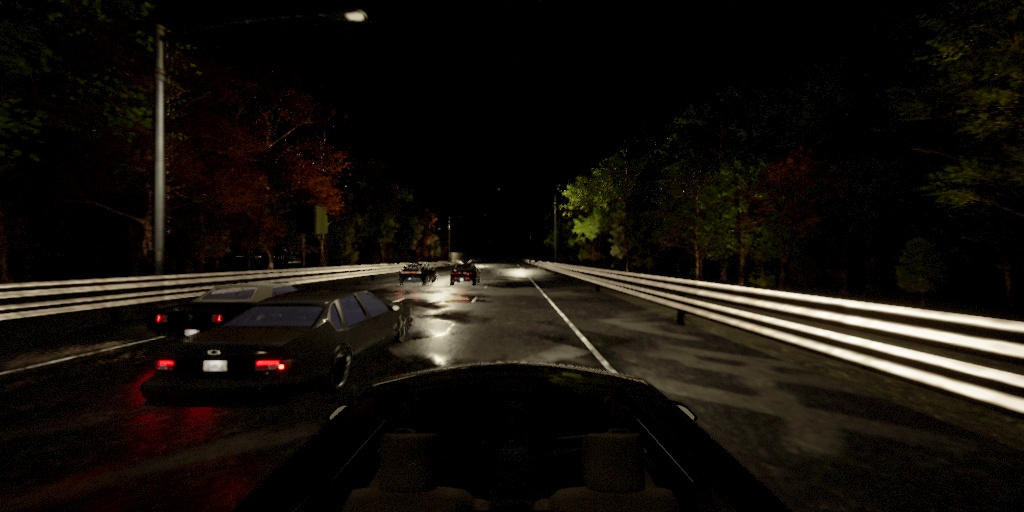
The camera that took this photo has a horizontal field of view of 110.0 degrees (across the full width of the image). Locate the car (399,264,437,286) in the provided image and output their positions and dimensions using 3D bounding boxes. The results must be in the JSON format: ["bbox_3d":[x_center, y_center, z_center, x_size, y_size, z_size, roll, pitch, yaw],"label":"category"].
[{"bbox_3d":[-6.941,1.354,26.796,2.128,1.511,4.902,0,0,0],"label":"car"}]

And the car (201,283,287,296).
[{"bbox_3d":[-6.915,1.389,9.977,1.895,1.301,4.718,0,0,0],"label":"car"}]

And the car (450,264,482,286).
[{"bbox_3d":[-3.441,1.368,26.904,1.837,1.490,4.892,0,0,0],"label":"car"}]

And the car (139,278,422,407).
[{"bbox_3d":[-3.419,1.321,6.645,2.033,1.411,5.357,0,0,0],"label":"car"}]
